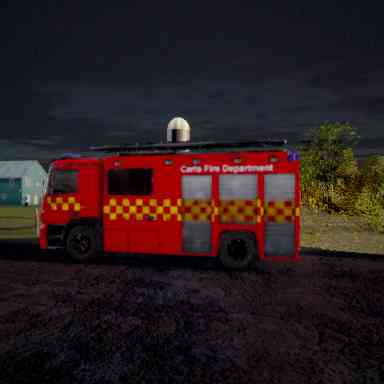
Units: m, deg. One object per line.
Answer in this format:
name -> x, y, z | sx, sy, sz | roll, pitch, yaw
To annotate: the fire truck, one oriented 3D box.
fire truck -> -0.709, 0.342, 11.394 | 8.468, 3.827, 2.891 | 0, 0, 14
